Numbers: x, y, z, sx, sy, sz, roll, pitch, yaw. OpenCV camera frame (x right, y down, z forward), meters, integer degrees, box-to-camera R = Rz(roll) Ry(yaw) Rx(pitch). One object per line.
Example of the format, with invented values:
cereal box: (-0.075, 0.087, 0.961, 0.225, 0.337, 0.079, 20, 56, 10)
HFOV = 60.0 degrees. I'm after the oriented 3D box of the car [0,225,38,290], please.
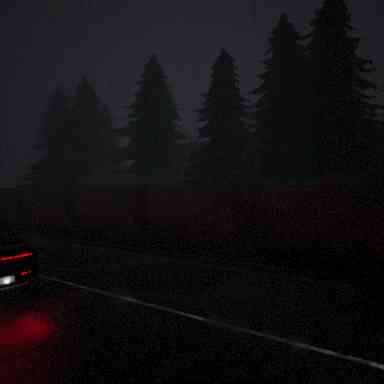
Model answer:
car: (-5.650, 1.505, 8.019, 4.892, 1.490, 1.837, 0, 0, 35)
